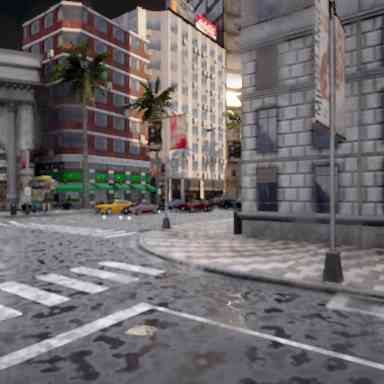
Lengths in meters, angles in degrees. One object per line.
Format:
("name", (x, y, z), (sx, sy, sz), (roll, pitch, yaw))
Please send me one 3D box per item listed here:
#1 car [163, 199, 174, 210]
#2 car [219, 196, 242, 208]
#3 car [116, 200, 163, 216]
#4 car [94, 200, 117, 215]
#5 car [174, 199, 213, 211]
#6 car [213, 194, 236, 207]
("car", (-2.295, 1.688, 45.034), (2.033, 1.411, 5.357), (0, 0, 37))
("car", (6.697, 1.720, 50.375), (1.895, 1.301, 4.718), (0, 0, 45))
("car", (-5.405, 1.688, 34.868), (1.994, 1.385, 4.181), (0, 0, 36))
("car", (-8.428, 1.619, 36.668), (1.882, 1.535, 5.008), (0, 0, 36))
("car", (0.243, 1.724, 42.529), (1.895, 1.301, 4.718), (0, 0, 37))
("car", (5.006, 1.355, 53.593), (5.566, 2.045, 2.150), (-1, 0, -44))
